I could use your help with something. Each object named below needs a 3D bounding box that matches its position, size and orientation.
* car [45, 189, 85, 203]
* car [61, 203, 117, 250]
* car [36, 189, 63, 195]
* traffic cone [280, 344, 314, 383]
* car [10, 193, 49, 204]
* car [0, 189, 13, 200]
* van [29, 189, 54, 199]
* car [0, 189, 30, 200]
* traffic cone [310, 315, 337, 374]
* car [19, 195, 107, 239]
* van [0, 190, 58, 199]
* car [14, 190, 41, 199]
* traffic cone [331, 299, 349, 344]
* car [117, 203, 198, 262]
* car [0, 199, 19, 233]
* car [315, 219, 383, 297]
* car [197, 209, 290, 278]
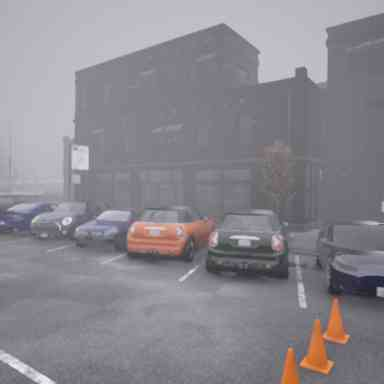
[{"bbox_3d":[-20.325,0.648,53.419,5.566,2.045,2.435,1,1,15],"label":"car"},{"bbox_3d":[-2.949,1.389,13.846,2.002,1.452,4.674,1,0,16],"label":"car"},{"bbox_3d":[-22.003,0.647,50.981,5.566,2.045,2.435,1,1,15],"label":"car"},{"bbox_3d":[1.028,1.940,3.492,0.340,0.580,0.340,1,1,36],"label":"traffic cone"},{"bbox_3d":[-23.683,0.927,48.536,4.792,1.488,2.163,1,1,14],"label":"car"},{"bbox_3d":[-35.872,0.442,60.723,5.566,2.045,2.435,0,0,15],"label":"car"},{"bbox_3d":[-30.822,0.469,68.223,4.442,1.987,1.878,0,0,14],"label":"van"},{"bbox_3d":[-34.104,0.442,63.222,5.566,2.045,2.435,0,0,14],"label":"car"},{"bbox_3d":[1.616,1.940,4.301,0.340,0.580,0.340,1,1,36],"label":"traffic cone"},{"bbox_3d":[-5.360,1.186,15.642,2.185,1.767,4.553,1,0,16],"label":"car"},{"bbox_3d":[-10.206,1.012,19.260,1.878,1.987,4.442,1,0,16],"label":"van"},{"bbox_3d":[-32.450,0.569,65.723,4.553,1.767,2.185,0,0,14],"label":"car"},{"bbox_3d":[2.204,1.941,5.110,0.340,0.580,0.340,1,1,36],"label":"traffic cone"},{"bbox_3d":[-0.535,1.262,12.047,2.185,1.767,4.553,1,0,16],"label":"car"},{"bbox_3d":[-7.814,1.274,17.376,2.097,1.535,5.008,1,0,16],"label":"car"},{"bbox_3d":[4.326,1.496,8.508,2.163,1.488,4.792,1,0,16],"label":"car"},{"bbox_3d":[1.889,1.301,10.278,2.185,1.767,4.553,1,0,16],"label":"car"}]
